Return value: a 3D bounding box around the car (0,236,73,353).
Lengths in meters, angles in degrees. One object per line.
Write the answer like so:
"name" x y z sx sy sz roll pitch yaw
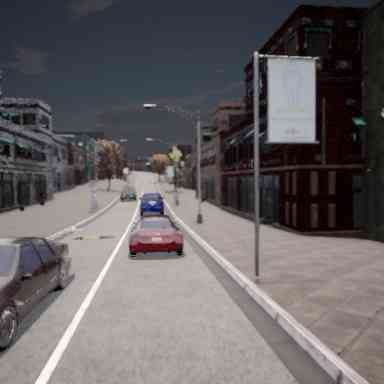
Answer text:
"car" -3.748 1.611 6.372 2.033 1.411 5.357 -1 0 -6

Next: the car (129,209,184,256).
"car" -1.450 1.593 13.361 1.994 1.385 4.181 -1 0 -7

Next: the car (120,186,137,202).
"car" -9.197 0.242 48.576 2.150 2.045 5.566 -1 3 -7

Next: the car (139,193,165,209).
"car" -3.775 1.083 31.508 2.150 2.045 5.566 -1 2 -7
